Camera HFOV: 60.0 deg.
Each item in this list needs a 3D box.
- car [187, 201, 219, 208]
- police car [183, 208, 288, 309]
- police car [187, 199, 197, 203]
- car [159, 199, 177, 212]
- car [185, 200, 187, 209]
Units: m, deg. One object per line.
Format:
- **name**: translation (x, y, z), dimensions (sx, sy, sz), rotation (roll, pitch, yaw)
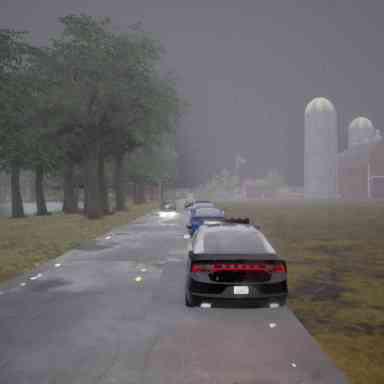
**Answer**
- **car**: translation (0.799, 1.487, 17.998), dimensions (1.882, 1.535, 5.008), rotation (0, 0, 0)
- **police car**: translation (0.813, 1.428, 8.108), dimensions (1.930, 1.638, 5.238), rotation (0, 0, 0)
- **police car**: translation (0.791, 1.442, 24.108), dimensions (1.930, 1.638, 5.238), rotation (0, 0, 0)
- **car**: translation (-2.810, 1.556, 40.113), dimensions (2.128, 1.511, 4.902), rotation (0, 0, 0)
- **car**: translation (-0.040, 1.699, 47.065), dimensions (1.895, 1.301, 4.718), rotation (0, 0, 1)
